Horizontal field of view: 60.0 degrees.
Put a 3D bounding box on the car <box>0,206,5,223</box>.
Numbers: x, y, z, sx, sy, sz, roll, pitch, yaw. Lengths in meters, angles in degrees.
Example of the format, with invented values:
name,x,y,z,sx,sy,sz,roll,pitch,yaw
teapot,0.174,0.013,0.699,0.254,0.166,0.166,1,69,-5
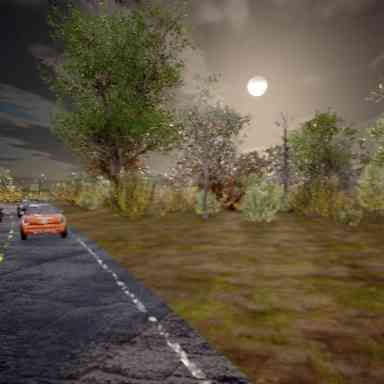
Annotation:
name,x,y,z,sx,sy,sz,roll,pitch,yaw
car,-16.054,1.655,26.429,2.128,1.511,4.902,-1,0,-29

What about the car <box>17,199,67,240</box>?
name,x,y,z,sx,sy,sz,roll,pitch,yaw
car,-8.049,1.422,17.911,2.097,1.767,4.553,-1,0,-27
